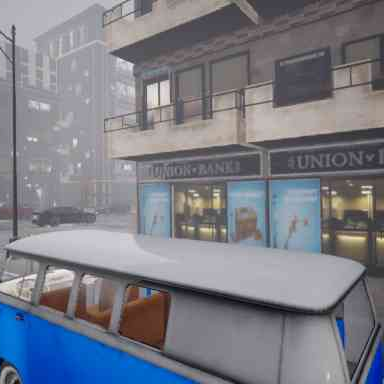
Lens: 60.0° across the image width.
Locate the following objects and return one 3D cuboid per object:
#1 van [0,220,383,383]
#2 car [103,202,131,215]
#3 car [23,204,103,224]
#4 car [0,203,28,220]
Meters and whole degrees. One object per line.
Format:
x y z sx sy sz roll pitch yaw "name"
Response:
-0.399 1.342 3.144 3.998 1.788 1.690 0 -1 36 "van"
-8.575 1.799 36.365 1.947 1.339 4.313 -2 -1 36 "car"
-8.499 1.584 22.314 1.947 1.339 4.313 -2 -1 36 "car"
-15.252 1.609 27.280 1.967 1.590 4.097 -2 -1 36 "car"
